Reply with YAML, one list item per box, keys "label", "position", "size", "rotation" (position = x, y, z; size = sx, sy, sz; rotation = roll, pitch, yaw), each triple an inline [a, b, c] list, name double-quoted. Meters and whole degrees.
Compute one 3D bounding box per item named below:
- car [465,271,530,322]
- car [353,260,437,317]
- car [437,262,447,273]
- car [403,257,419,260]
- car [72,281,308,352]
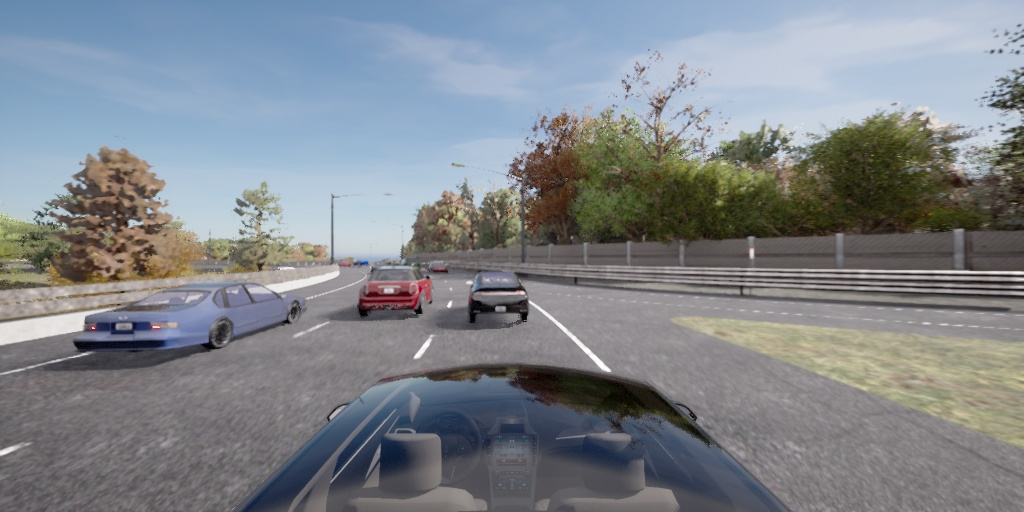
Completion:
- label: "car"
  position: [-0.576, 1.281, 12.472]
  size: [2.128, 1.511, 4.902]
  rotation: [0, 0, -6]
- label: "car"
  position: [-4.270, 1.162, 13.832]
  size: [2.097, 1.767, 4.553]
  rotation: [0, 0, -7]
- label: "car"
  position: [-9.840, 1.513, 47.053]
  size: [1.994, 1.385, 4.181]
  rotation: [0, 0, -24]
- label: "car"
  position: [-12.976, 1.179, 45.629]
  size: [2.150, 2.045, 5.566]
  rotation: [0, 0, -24]
- label: "car"
  position: [-7.352, 1.355, 9.121]
  size: [2.033, 1.411, 5.357]
  rotation: [0, 0, -4]
